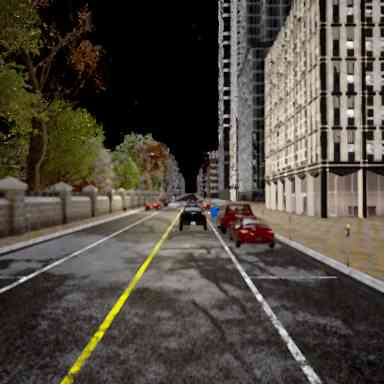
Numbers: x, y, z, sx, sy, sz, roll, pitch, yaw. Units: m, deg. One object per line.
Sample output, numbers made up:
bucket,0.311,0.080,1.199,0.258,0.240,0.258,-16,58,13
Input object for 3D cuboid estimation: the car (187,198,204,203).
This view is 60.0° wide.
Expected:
car,0.054,1.790,41.133,2.097,1.767,4.553,0,-1,0

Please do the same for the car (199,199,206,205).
car,2.602,2.406,82.850,1.802,1.307,4.206,1,0,0

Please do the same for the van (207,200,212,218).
van,2.661,1.693,32.463,1.690,1.788,3.998,1,-1,0

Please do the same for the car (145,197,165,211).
car,-5.738,1.836,49.538,2.192,1.841,5.009,1,-1,0

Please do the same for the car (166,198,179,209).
car,-3.117,2.205,58.271,1.895,1.301,4.718,0,-1,0

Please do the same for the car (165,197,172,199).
car,-5.757,1.996,66.585,2.192,1.841,5.009,1,-1,0

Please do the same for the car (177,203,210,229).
car,0.073,1.766,23.608,1.837,1.490,4.892,0,0,0

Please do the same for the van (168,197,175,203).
van,-5.789,2.259,94.129,1.690,1.788,3.998,1,0,0

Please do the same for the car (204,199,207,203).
car,2.641,1.961,49.505,1.967,1.590,4.097,1,-1,0

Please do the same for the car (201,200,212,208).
car,2.626,2.194,60.864,1.947,1.339,4.313,1,-1,0

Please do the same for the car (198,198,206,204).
car,2.597,2.311,88.469,1.967,1.590,4.097,1,0,0

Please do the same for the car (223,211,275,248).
car,2.678,1.756,15.416,1.802,1.307,4.206,0,-1,0

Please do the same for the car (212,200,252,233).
car,2.674,1.549,21.102,2.192,1.841,5.009,0,-1,0

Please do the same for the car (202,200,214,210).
car,2.633,2.102,55.354,1.752,1.417,4.829,1,-1,0
